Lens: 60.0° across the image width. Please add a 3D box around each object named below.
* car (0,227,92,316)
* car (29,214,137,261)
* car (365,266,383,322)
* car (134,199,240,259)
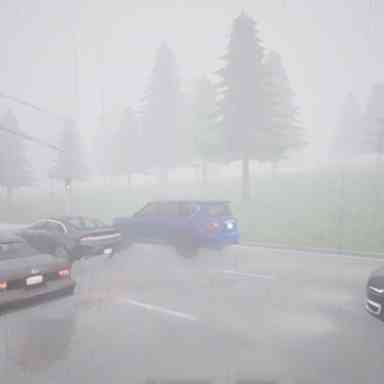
[{"bbox_3d":[-4.808,1.622,7.340,5.357,1.411,2.033,-1,0,36],"label":"car"},{"bbox_3d":[-4.488,1.585,11.440,4.902,1.511,2.128,-1,0,36],"label":"car"},{"bbox_3d":[5.146,1.492,4.620,4.892,1.490,1.837,0,0,36],"label":"car"},{"bbox_3d":[-0.839,1.297,13.104,5.566,2.045,2.150,-1,0,36],"label":"car"}]
